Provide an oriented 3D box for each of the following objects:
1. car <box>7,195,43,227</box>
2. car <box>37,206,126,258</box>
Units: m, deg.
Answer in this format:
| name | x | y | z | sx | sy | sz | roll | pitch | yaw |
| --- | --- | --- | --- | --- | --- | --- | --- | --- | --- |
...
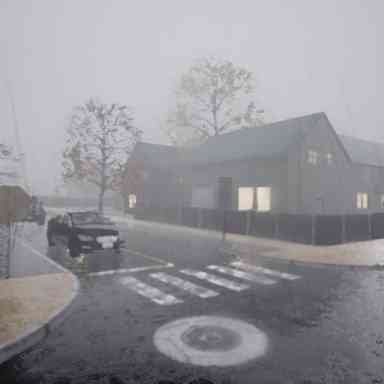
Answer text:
| name | x | y | z | sx | sy | sz | roll | pitch | yaw |
| --- | --- | --- | --- | --- | --- | --- | --- | --- | --- |
| car | -11.855 | 1.212 | 23.159 | 2.150 | 2.045 | 5.566 | 2 | -1 | -37 |
| car | -4.301 | 1.524 | 13.155 | 2.128 | 1.511 | 4.902 | 2 | -1 | -37 |
